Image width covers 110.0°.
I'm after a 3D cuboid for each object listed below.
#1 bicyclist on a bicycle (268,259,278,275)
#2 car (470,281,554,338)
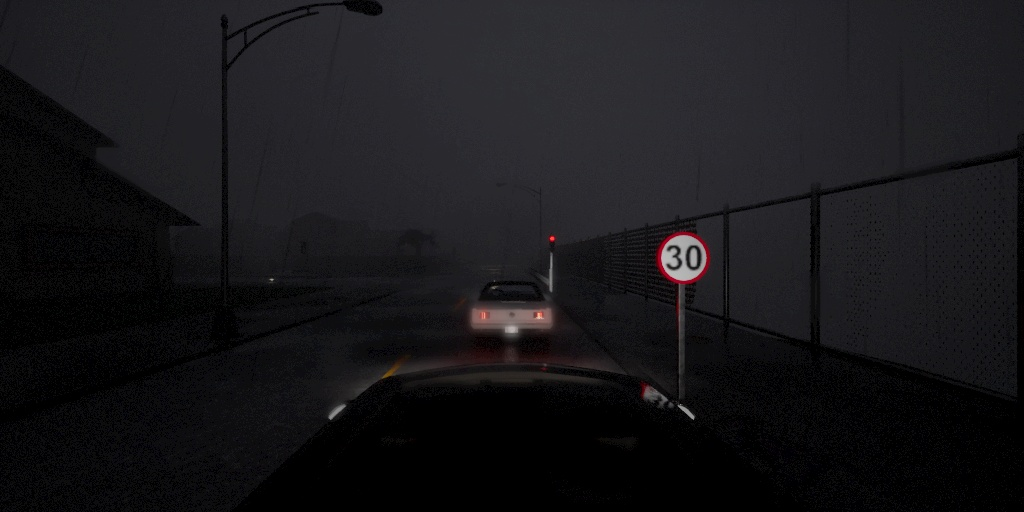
[{"bbox_3d":[-24.322,1.099,36.495,0.582,1.620,1.656,0,0,0],"label":"bicyclist on a bicycle"},{"bbox_3d":[-0.002,1.351,10.186,1.895,1.301,4.718,0,0,0],"label":"car"}]
